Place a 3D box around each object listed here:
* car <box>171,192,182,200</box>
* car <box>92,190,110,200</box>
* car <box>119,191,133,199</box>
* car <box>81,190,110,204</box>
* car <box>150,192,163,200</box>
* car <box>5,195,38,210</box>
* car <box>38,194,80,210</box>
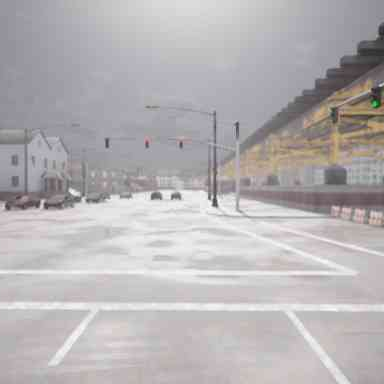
[{"bbox_3d":[-2.795,0.691,59.650,1.837,1.490,4.892,0,1,1],"label":"car"},{"bbox_3d":[-16.794,0.515,61.582,2.097,1.767,4.553,0,0,2],"label":"car"},{"bbox_3d":[-13.144,0.620,66.376,1.812,1.442,4.674,0,1,1],"label":"car"},{"bbox_3d":[-13.662,0.856,47.368,1.837,1.490,4.892,0,1,2],"label":"car"},{"bbox_3d":[-6.294,0.662,59.730,1.882,1.535,5.008,0,1,1],"label":"car"},{"bbox_3d":[-17.466,1.052,34.714,1.812,1.442,4.674,0,1,1],"label":"car"},{"bbox_3d":[-13.951,1.023,35.219,1.837,1.490,4.892,0,1,1],"label":"car"}]
